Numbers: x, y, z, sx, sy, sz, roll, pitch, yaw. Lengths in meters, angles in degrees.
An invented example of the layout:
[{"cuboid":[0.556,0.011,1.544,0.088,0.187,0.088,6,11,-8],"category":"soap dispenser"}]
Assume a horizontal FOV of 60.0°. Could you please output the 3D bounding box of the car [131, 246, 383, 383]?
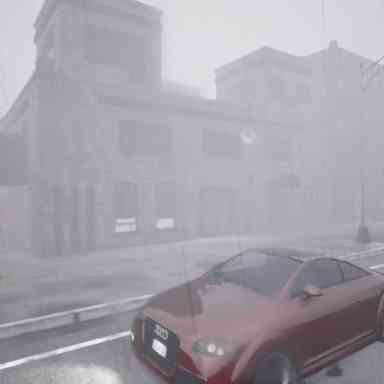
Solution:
[{"cuboid":[1.256,1.563,4.889,4.181,1.385,1.994,0,0,-36],"category":"car"}]
